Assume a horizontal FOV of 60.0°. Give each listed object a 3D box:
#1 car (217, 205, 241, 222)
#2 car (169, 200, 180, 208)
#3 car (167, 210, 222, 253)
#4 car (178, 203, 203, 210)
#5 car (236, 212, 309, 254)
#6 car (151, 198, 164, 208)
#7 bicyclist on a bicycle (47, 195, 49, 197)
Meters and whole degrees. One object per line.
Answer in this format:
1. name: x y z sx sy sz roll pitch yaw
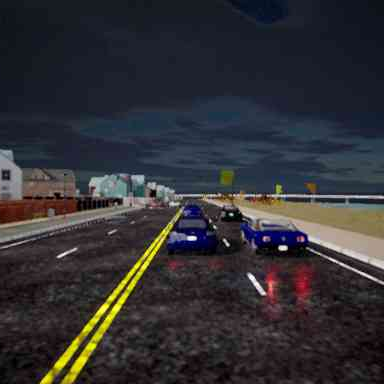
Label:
1. car: 3.260 1.851 29.330 1.994 1.385 4.181 0 -1 0
2. car: -3.241 2.238 62.628 1.895 1.301 4.718 0 -1 0
3. car: 0.006 1.702 14.301 1.994 1.385 4.181 0 -1 0
4. car: 0.010 1.813 29.401 1.812 1.442 4.674 0 0 0
5. car: 3.254 1.736 14.107 1.895 1.301 4.718 0 -1 0
6. car: -6.492 1.987 62.669 2.097 1.767 4.553 0 0 0
7. bicyclist on a bicycle: -29.602 1.491 68.397 0.582 1.620 1.656 1 -1 -35
